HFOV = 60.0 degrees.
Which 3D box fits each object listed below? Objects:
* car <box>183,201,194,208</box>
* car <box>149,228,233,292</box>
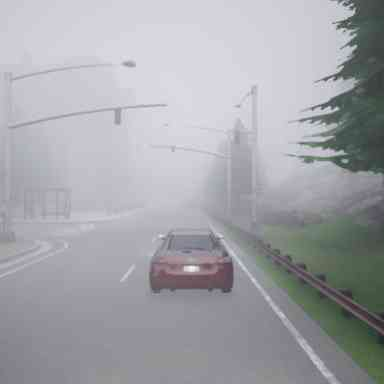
[{"bbox_3d":[-0.702,2.295,61.272,1.994,1.385,4.181,0,-1,0],"label":"car"},{"bbox_3d":[-0.028,1.677,9.292,1.994,1.385,4.181,0,-1,-1],"label":"car"}]
